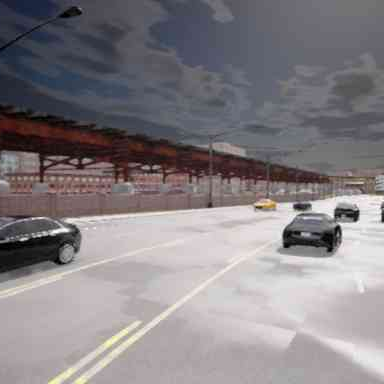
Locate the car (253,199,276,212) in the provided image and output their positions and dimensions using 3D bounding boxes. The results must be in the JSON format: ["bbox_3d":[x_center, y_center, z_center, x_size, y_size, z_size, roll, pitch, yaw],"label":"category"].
[{"bbox_3d":[9.553,1.699,43.587,1.882,1.535,5.008,1,0,30],"label":"car"}]

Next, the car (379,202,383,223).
[{"bbox_3d":[16.818,1.747,27.749,2.128,1.511,4.902,1,0,30],"label":"car"}]

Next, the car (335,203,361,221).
[{"bbox_3d":[13.855,1.729,29.749,1.837,1.490,4.892,1,0,31],"label":"car"}]

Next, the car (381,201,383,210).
[{"bbox_3d":[30.953,2.127,52.469,1.994,1.385,4.181,1,0,30],"label":"car"}]

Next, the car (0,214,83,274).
[{"bbox_3d":[-5.060,1.407,8.859,1.837,1.490,4.892,0,0,23],"label":"car"}]

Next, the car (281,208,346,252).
[{"bbox_3d":[5.230,1.590,14.290,1.994,1.385,4.181,1,0,28],"label":"car"}]

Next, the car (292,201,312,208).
[{"bbox_3d":[15.653,1.924,47.153,1.895,1.301,4.718,1,0,30],"label":"car"}]
